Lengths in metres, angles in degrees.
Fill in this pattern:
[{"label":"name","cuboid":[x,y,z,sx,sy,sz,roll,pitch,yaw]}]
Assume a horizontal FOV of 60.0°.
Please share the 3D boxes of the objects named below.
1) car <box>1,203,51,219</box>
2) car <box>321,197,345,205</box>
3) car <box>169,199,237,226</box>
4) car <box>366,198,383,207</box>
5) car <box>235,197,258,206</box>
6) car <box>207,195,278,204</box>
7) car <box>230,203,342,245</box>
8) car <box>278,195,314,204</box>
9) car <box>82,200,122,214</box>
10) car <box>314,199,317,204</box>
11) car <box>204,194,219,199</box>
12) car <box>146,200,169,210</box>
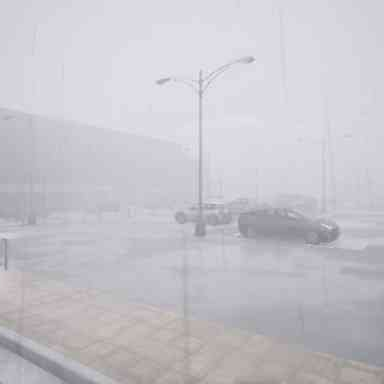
[{"label":"car","cuboid":[-15.376,1.740,30.987,1.994,1.385,4.181,0,0,35]},{"label":"car","cuboid":[23.710,1.565,56.035,3.633,1.501,1.845,0,0,35]},{"label":"car","cuboid":[0.731,1.424,22.436,3.806,1.475,1.970,0,0,35]},{"label":"car","cuboid":[28.055,1.576,49.322,3.806,1.475,1.970,0,0,35]},{"label":"car","cuboid":[10.013,1.668,60.538,2.128,1.511,4.902,0,0,35]},{"label":"car","cuboid":[4.167,1.345,27.866,5.027,1.636,2.152,0,0,35]},{"label":"car","cuboid":[4.378,1.490,15.379,4.514,1.523,2.007,0,0,35]},{"label":"car","cuboid":[11.544,1.269,38.320,3.866,1.878,1.905,0,0,35]},{"label":"car","cuboid":[-10.302,1.681,38.172,1.837,1.490,4.892,0,0,35]},{"label":"car","cuboid":[12.883,1.289,40.931,4.605,1.855,1.932,0,0,35]},{"label":"car","cuboid":[3.884,1.398,51.834,2.150,2.045,5.566,0,0,35]},{"label":"car","cuboid":[-4.523,1.740,46.326,1.994,1.385,4.181,0,0,36]}]
